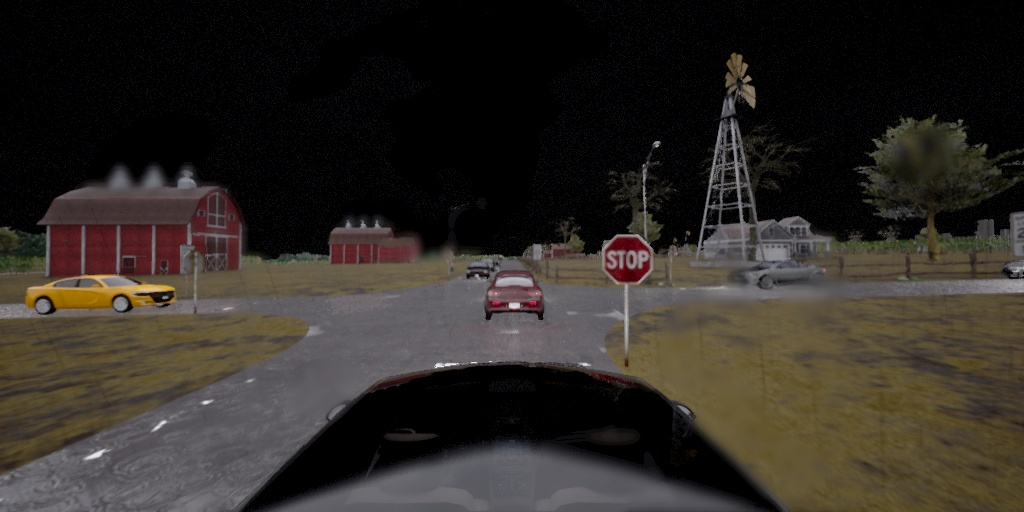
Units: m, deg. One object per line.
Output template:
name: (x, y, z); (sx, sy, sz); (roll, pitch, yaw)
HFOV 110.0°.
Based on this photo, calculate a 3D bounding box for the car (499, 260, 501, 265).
car: (-2.811, 1.059, 57.514); (1.895, 1.301, 4.718); (0, 0, 1)

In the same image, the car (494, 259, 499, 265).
car: (-2.849, 1.045, 41.093); (1.837, 1.490, 4.892); (0, 0, 0)

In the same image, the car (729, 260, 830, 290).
car: (13.436, 0.910, 18.186); (4.181, 1.385, 1.994); (-2, -1, -1)

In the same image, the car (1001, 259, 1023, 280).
car: (28.097, 0.476, 18.240); (4.902, 1.511, 2.128); (-1, -1, 0)

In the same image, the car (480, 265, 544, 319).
car: (0.081, 1.215, 12.423); (1.812, 1.442, 4.674); (0, 1, 0)

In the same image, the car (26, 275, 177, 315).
car: (-17.138, 1.542, 15.134); (5.008, 1.535, 1.882); (-1, -1, 0)

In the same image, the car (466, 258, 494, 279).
car: (-2.815, 1.141, 30.609); (2.033, 1.411, 5.357); (0, 0, -2)
